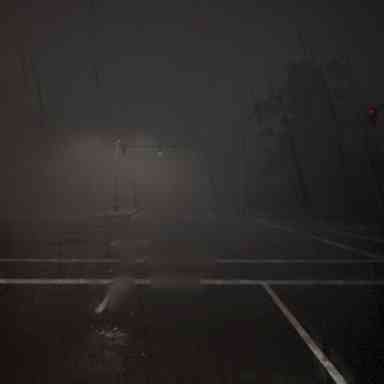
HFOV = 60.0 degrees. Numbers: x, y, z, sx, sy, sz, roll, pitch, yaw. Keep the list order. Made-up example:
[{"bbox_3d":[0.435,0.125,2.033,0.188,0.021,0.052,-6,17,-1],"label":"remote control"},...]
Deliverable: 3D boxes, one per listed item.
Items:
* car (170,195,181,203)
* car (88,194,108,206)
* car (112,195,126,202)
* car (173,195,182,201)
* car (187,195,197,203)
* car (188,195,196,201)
[{"bbox_3d":[-3.492,1.390,67.803,2.128,1.511,4.902,0,0,0],"label":"car"},{"bbox_3d":[-15.060,1.266,53.261,2.097,1.767,4.553,0,0,0],"label":"car"},{"bbox_3d":[-14.992,1.399,68.881,2.033,1.411,5.357,0,0,0],"label":"car"},{"bbox_3d":[-3.491,1.438,78.249,1.895,1.301,4.718,0,0,0],"label":"car"},{"bbox_3d":[0.008,1.369,67.802,1.882,1.535,5.008,0,0,0],"label":"car"},{"bbox_3d":[0.009,1.396,78.219,1.994,1.385,4.181,0,0,0],"label":"car"}]
